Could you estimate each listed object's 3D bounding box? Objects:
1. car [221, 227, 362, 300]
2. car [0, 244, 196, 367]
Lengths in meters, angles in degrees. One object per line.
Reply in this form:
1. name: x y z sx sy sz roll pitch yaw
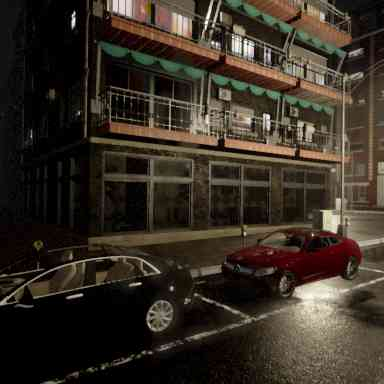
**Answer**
1. car: 2.650 1.585 8.393 4.206 1.307 1.802 0 1 -35
2. car: -1.978 1.551 5.090 4.403 1.369 2.008 0 1 -35
